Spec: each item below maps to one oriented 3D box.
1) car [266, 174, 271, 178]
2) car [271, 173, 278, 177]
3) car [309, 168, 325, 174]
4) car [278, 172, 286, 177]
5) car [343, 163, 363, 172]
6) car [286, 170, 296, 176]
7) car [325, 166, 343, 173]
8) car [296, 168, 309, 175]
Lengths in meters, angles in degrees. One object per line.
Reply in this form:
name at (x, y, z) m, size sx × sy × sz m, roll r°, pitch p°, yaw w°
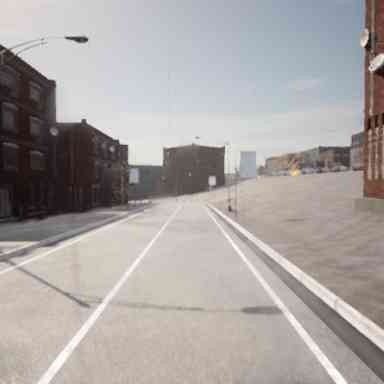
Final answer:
car at (21.754, -4.231, 87.385) m, size 2.231 × 1.521 × 4.892 m, roll 0°, pitch 1°, yaw -1°
car at (21.881, -4.141, 81.867) m, size 2.231 × 1.521 × 4.892 m, roll 0°, pitch 1°, yaw -1°
car at (23.549, -3.662, 59.592) m, size 2.163 × 1.488 × 4.792 m, roll 0°, pitch 1°, yaw -6°
car at (22.113, -3.994, 76.325) m, size 2.002 × 1.452 × 4.674 m, roll 0°, pitch 1°, yaw -2°
car at (25.054, -3.468, 48.757) m, size 2.231 × 1.521 × 4.892 m, roll 0°, pitch 1°, yaw -9°
car at (22.464, -3.921, 70.788) m, size 2.097 × 1.535 × 5.008 m, roll 0°, pitch 1°, yaw -4°
car at (24.250, -3.540, 54.119) m, size 2.002 × 1.452 × 4.674 m, roll 0°, pitch 1°, yaw -7°
car at (22.931, -3.934, 65.283) m, size 2.185 × 1.767 × 4.553 m, roll 0°, pitch 1°, yaw -5°
